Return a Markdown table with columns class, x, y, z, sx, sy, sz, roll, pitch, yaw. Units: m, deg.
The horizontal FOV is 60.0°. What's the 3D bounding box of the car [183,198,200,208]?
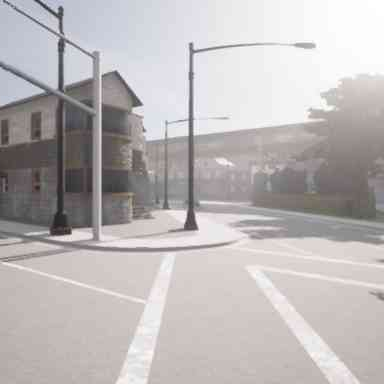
| class | x | y | z | sx | sy | sz | roll | pitch | yaw |
| --- | --- | --- | --- | --- | --- | --- | --- | --- | --- |
| car | -0.124 | 1.498 | 48.039 | 2.033 | 1.411 | 5.357 | 0 | 0 | -10 |
